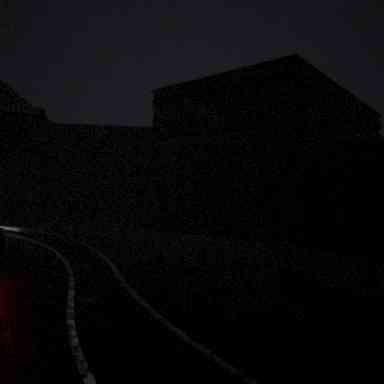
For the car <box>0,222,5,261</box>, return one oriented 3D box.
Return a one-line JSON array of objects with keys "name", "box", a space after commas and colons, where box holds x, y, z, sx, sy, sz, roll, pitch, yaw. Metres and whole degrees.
[{"name": "car", "box": [-7.094, 1.353, 10.518, 1.895, 1.301, 4.718, 2, 0, -32]}]
